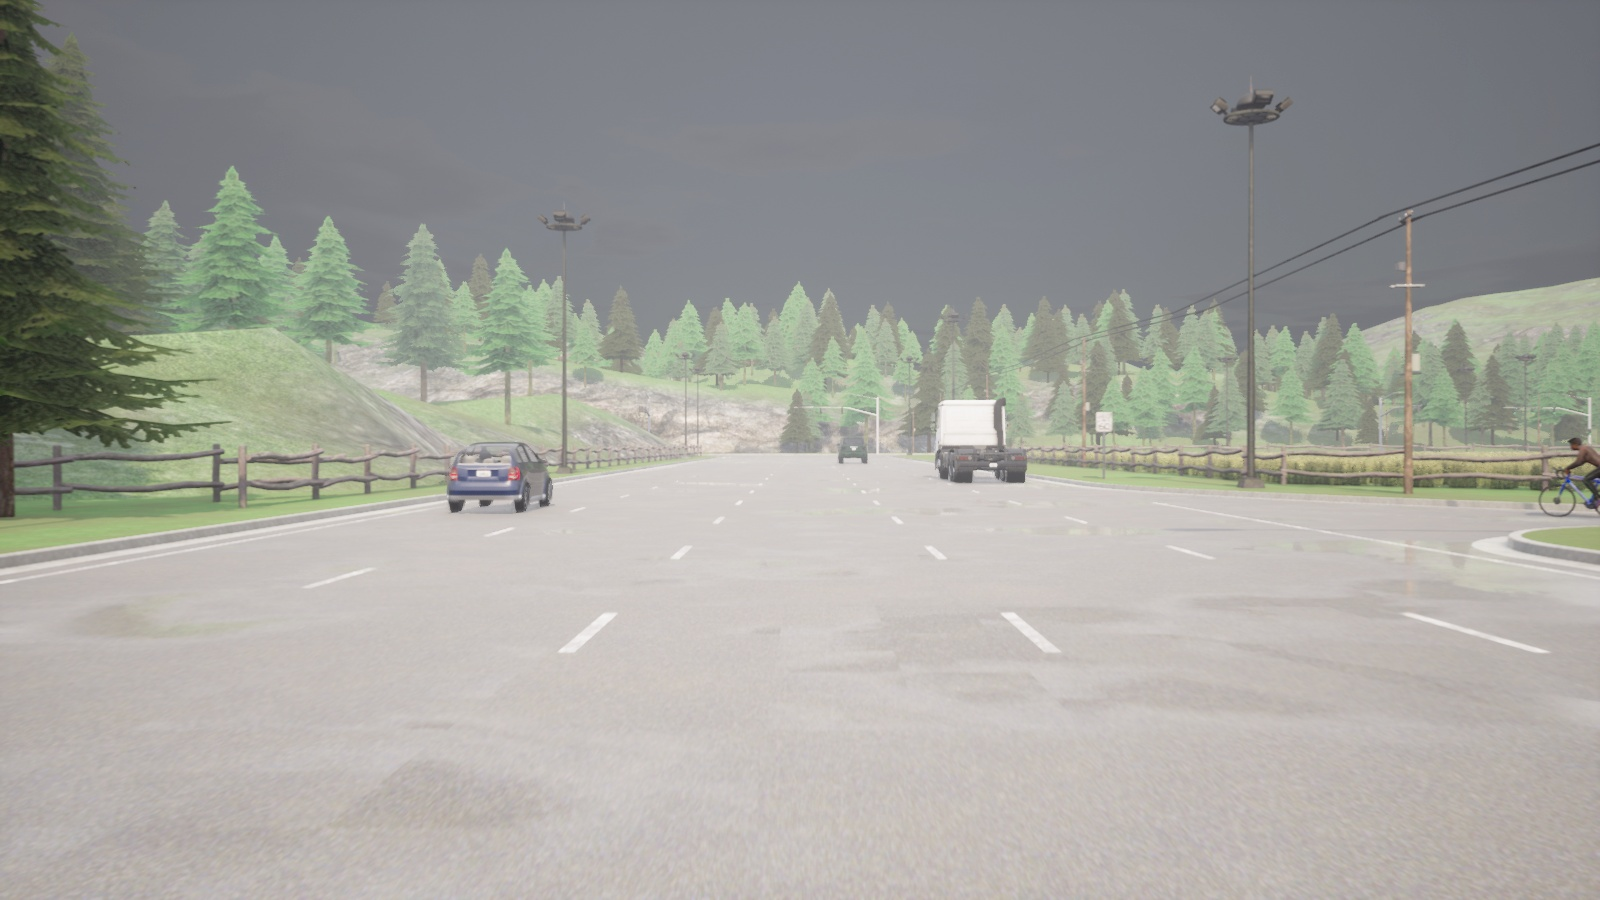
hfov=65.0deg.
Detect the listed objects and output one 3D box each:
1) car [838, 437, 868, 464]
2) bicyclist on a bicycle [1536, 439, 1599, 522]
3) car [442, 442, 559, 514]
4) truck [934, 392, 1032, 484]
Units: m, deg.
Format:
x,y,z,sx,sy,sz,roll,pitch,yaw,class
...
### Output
x,y,z,sx,sy,sz,roll,pitch,yaw,class
4.066,0.030,97.363,2.150,2.045,5.566,0,0,0,car
15.674,0.600,24.995,0.582,1.620,1.656,0,0,-44,bicyclist on a bicycle
-6.821,0.589,28.967,1.789,1.549,3.705,0,0,0,car
7.306,-0.460,51.251,2.891,3.462,7.936,0,0,0,truck
